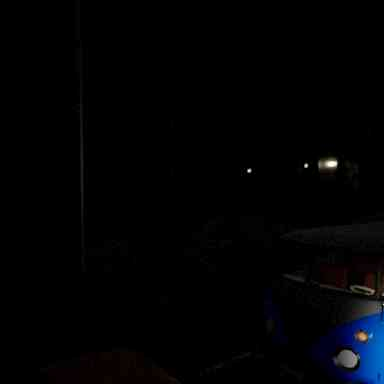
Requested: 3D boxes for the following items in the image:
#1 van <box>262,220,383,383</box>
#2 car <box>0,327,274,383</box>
[{"bbox_3d":[2.703,1.322,4.585,3.998,1.788,1.690,0,0,-36],"label":"van"},{"bbox_3d":[-2.019,1.529,1.198,4.829,1.417,1.752,0,0,-36],"label":"car"}]
